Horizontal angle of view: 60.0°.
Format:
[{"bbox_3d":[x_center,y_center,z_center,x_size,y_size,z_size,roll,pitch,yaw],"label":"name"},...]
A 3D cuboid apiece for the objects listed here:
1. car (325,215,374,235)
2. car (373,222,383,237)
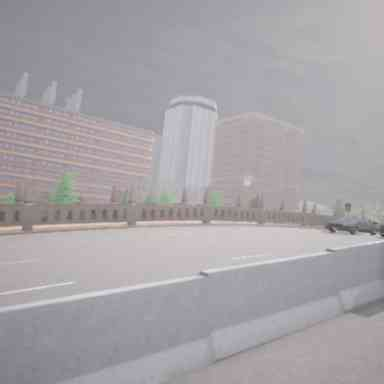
[{"bbox_3d":[12.550,2.525,25.698,5.357,1.411,2.033,6,-4,-35],"label":"car"},{"bbox_3d":[15.032,2.518,23.164,5.008,1.535,1.882,7,-4,-35],"label":"car"}]
